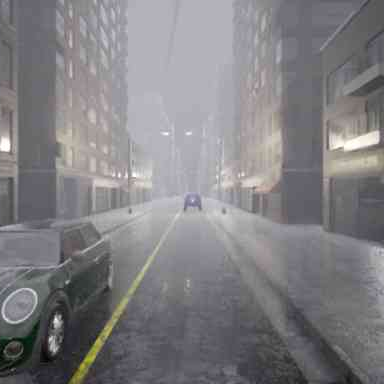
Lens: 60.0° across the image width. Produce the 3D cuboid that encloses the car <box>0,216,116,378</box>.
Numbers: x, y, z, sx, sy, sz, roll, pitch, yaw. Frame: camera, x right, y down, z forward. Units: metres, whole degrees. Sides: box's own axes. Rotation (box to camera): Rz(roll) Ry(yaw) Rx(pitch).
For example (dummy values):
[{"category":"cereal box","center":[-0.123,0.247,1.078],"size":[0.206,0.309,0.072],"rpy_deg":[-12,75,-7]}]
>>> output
[{"category":"car","center":[-2.830,1.349,5.848],"size":[2.097,1.767,4.553],"rpy_deg":[0,0,0]}]

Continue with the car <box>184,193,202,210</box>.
[{"category":"car","center":[0.094,1.202,43.004],"size":[2.150,2.045,5.566],"rpy_deg":[0,0,0]}]
